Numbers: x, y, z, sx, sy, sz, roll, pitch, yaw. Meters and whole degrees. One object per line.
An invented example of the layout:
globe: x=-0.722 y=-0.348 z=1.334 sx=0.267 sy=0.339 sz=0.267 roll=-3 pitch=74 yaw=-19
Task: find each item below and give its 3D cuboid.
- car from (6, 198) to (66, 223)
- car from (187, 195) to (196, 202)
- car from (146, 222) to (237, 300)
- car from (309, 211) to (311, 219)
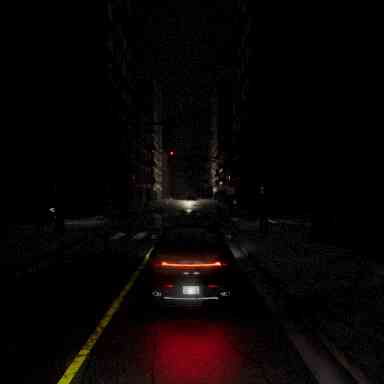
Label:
car: x=-11.614 y=1.227 z=24.071 sx=4.553 sy=1.767 sz=2.097 roll=1 pitch=0 yaw=-1
car: x=-0.174 y=1.492 z=82.408 sx=2.097 sy=1.767 sz=4.553 roll=0 pitch=0 yaw=0
car: x=-0.017 y=1.506 z=8.357 sx=1.837 sy=1.490 sz=4.892 roll=0 pitch=0 yaw=0
car: x=12.298 y=1.722 z=27.511 sx=5.008 sy=1.535 sz=1.882 roll=1 pitch=0 yaw=-1
